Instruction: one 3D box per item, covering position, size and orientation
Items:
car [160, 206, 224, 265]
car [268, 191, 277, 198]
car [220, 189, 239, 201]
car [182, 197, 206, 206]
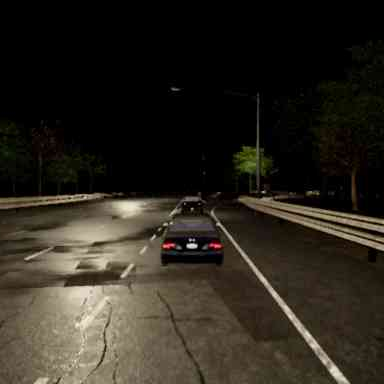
[{"bbox_3d":[-0.004,1.418,11.116,2.033,1.411,5.357,0,1,0],"label":"car"},{"bbox_3d":[18.605,0.576,79.252,1.812,1.442,4.674,1,1,41],"label":"car"},{"bbox_3d":[6.623,0.540,58.932,2.150,2.045,5.566,0,1,23],"label":"car"},{"bbox_3d":[0.131,1.153,29.364,2.128,1.511,4.902,0,1,3],"label":"car"}]
